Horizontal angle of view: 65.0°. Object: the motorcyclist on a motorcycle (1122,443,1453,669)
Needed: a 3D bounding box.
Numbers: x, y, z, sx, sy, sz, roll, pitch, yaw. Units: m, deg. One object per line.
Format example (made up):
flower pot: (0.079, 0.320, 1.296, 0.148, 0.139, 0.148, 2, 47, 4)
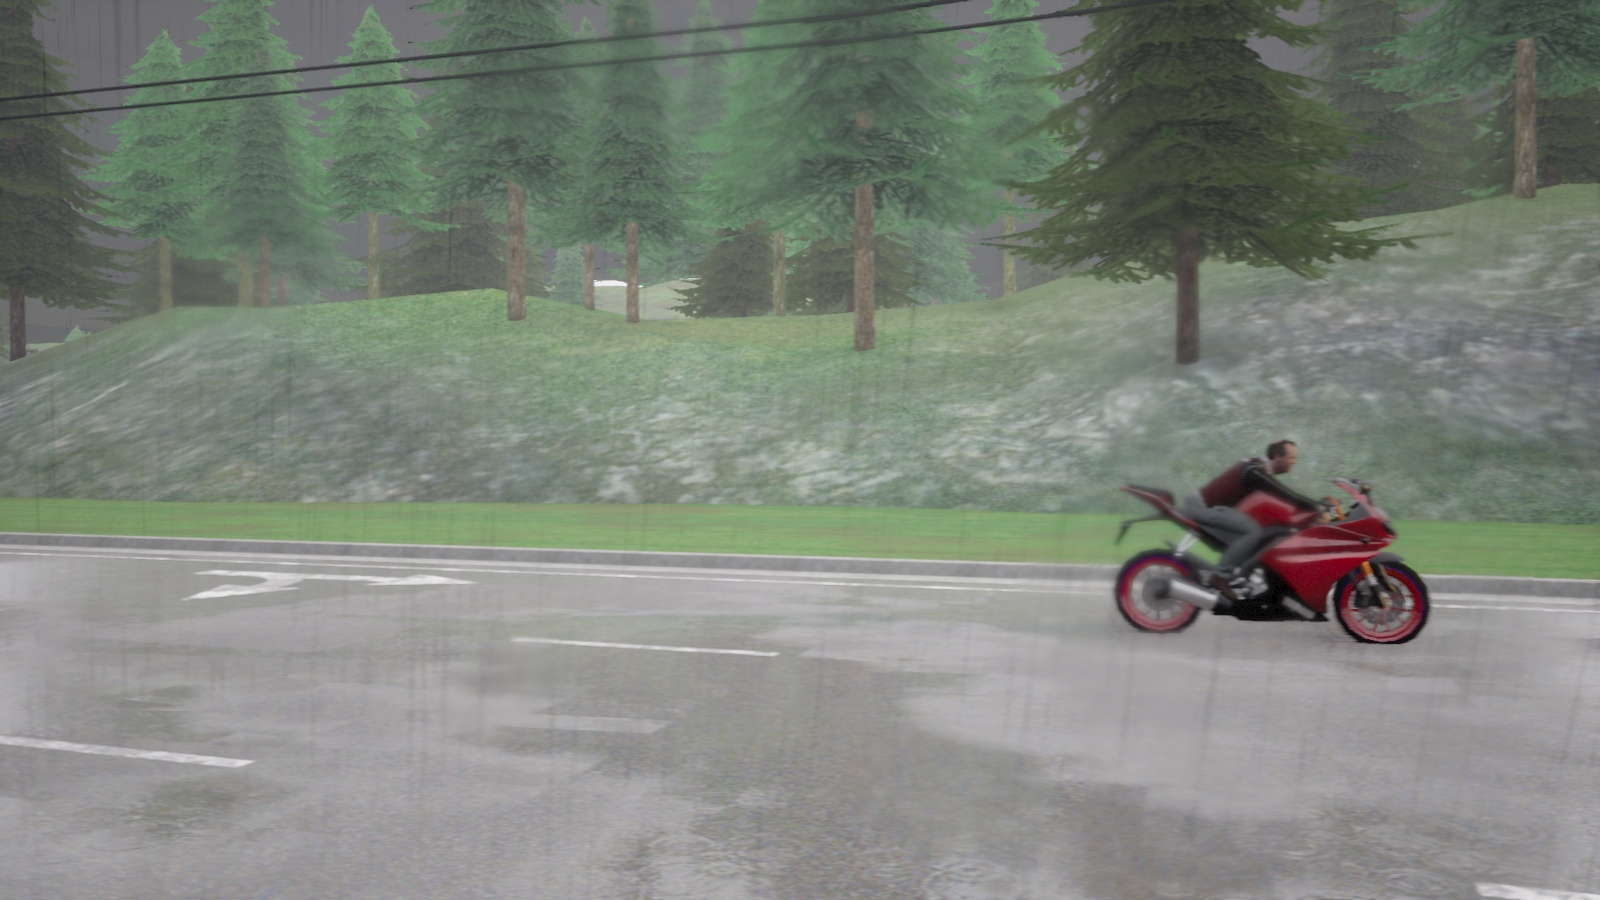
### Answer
motorcyclist on a motorcycle: (3.569, 0.725, 9.378, 2.191, 1.530, 0.866, 1, 1, 19)
